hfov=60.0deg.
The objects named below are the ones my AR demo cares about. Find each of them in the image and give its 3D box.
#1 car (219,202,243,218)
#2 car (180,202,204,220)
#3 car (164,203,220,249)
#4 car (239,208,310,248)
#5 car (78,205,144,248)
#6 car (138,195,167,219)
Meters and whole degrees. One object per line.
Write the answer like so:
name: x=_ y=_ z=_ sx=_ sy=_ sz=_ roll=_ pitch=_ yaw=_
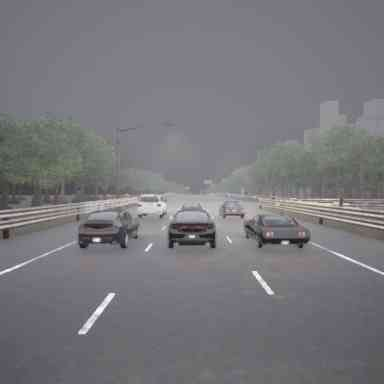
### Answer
car: x=3.500 y=1.560 z=29.650 sx=2.033 sy=1.411 sz=5.357 roll=0 pitch=0 yaw=0
car: x=0.000 y=1.612 z=29.680 sx=1.895 sy=1.301 sz=4.718 roll=0 pitch=0 yaw=0
car: x=0.000 y=1.485 z=14.650 sx=1.882 sy=1.535 sz=5.008 roll=0 pitch=0 yaw=0
car: x=3.500 y=1.616 z=14.680 sx=1.895 sy=1.301 sz=4.718 roll=0 pitch=0 yaw=0
car: x=-3.500 y=1.516 z=14.650 sx=1.837 sy=1.490 sz=4.892 roll=0 pitch=0 yaw=0
car: x=-3.501 y=1.253 z=29.680 sx=2.150 sy=2.045 sz=5.566 roll=0 pitch=0 yaw=0
